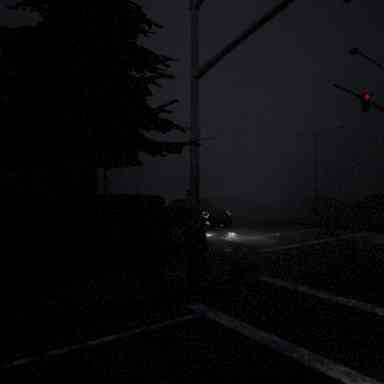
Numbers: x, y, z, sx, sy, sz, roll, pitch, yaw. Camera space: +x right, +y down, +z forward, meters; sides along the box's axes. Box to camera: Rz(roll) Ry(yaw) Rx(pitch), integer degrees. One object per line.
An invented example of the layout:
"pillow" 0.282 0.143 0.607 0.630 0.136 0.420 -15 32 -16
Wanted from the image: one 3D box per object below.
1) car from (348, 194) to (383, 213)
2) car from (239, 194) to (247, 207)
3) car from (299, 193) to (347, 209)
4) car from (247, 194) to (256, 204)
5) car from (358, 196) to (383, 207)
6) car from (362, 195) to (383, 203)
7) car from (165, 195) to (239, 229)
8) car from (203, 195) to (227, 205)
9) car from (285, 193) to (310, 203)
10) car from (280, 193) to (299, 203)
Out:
"car" 18.233 1.094 33.194 1.905 1.878 3.866 0 0 -36
"car" 4.798 1.313 45.544 2.007 1.523 4.514 0 0 -36
"car" 16.288 1.116 41.496 1.932 1.855 4.605 0 0 -36
"car" 8.649 1.173 57.424 2.152 1.636 5.027 0 0 -36
"car" 26.801 1.322 48.216 2.007 1.523 4.514 0 0 -36
"car" 38.206 1.419 69.969 1.970 1.475 3.806 0 0 -36
"car" 0.258 1.167 19.266 2.097 1.767 4.553 0 0 -36
"car" 3.638 1.249 53.402 1.970 1.475 3.806 0 0 -36
"car" 21.133 1.125 66.954 1.932 1.855 4.605 0 0 -36
"car" 19.019 1.103 64.918 1.905 1.878 3.866 0 0 -36
